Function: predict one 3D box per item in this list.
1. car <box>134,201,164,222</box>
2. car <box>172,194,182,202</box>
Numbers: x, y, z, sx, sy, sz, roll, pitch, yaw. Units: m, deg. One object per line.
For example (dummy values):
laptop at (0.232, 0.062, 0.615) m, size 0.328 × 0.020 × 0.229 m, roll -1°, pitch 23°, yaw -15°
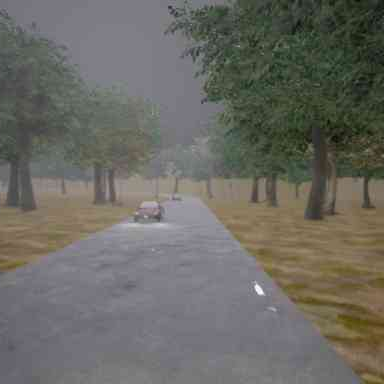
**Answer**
car at (-3.090, 1.381, 24.655) m, size 1.812 × 1.442 × 4.674 m, roll 0°, pitch 0°, yaw 0°
car at (-2.987, 1.068, 65.949) m, size 1.882 × 1.535 × 5.008 m, roll 0°, pitch 1°, yaw 0°
